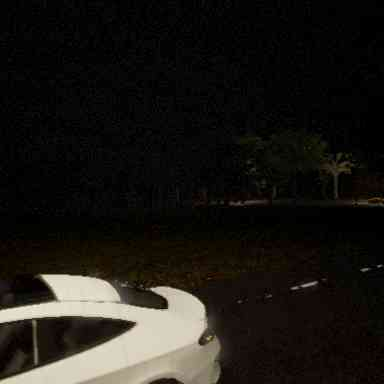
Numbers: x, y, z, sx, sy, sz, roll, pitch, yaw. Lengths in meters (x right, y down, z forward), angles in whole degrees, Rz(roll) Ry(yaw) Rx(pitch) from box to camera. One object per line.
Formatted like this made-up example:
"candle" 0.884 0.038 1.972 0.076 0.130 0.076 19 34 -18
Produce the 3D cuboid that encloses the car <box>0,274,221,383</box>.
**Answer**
"car" -1.858 1.526 2.666 4.674 1.442 1.812 0 0 -35
